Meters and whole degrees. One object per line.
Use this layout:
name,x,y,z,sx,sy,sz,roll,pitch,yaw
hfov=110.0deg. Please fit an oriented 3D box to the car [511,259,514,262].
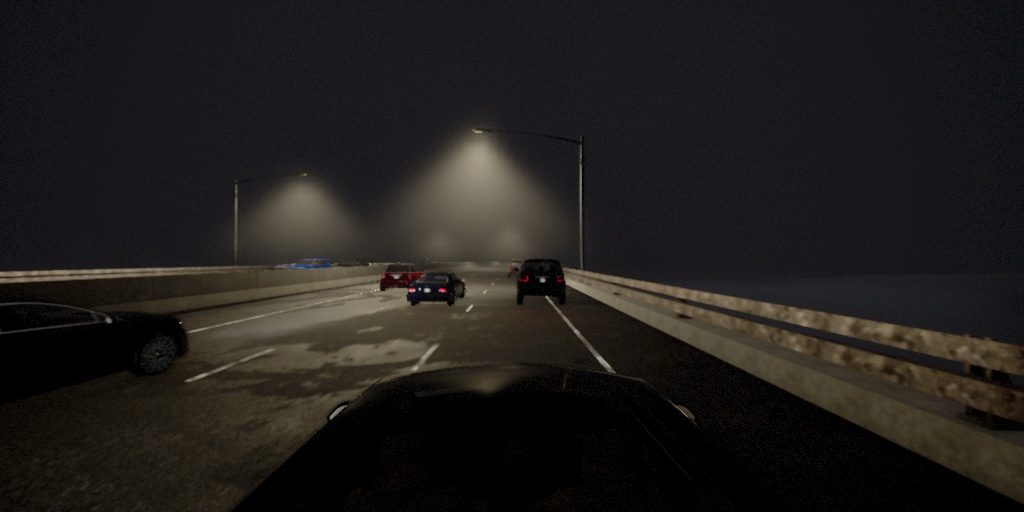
car,0.798,1.496,55.287,2.150,2.045,5.566,0,-1,2

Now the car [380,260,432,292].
car,-6.770,1.297,23.161,2.097,1.767,4.553,0,-1,1

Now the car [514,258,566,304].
car,1.287,1.119,17.431,2.150,2.045,5.566,0,-1,0

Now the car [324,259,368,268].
car,-17.217,1.309,38.172,2.150,2.045,5.566,0,-1,1

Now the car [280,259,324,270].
car,-20.743,1.295,36.889,2.150,2.045,5.566,0,-1,1

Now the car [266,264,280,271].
car,-24.206,1.579,38.468,2.128,1.511,4.902,0,-1,1

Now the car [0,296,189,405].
car,-6.895,1.263,4.615,2.128,1.511,4.902,0,0,0

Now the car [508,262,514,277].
car,0.484,1.676,41.244,2.033,1.411,5.357,0,-1,2

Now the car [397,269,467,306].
car,-3.342,1.433,16.694,2.033,1.411,5.357,0,-1,0
